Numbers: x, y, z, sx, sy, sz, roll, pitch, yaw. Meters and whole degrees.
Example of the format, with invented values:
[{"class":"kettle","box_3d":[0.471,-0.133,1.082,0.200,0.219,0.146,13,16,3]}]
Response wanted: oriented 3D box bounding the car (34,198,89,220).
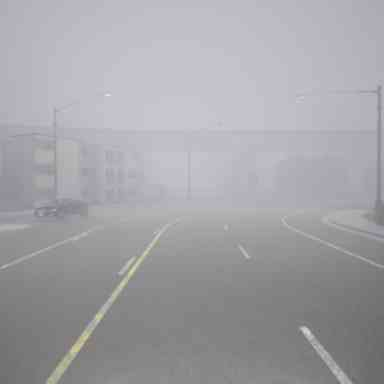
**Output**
[{"class":"car","box_3d":[-9.469,1.186,24.496,2.128,1.511,4.902,0,1,14]}]
